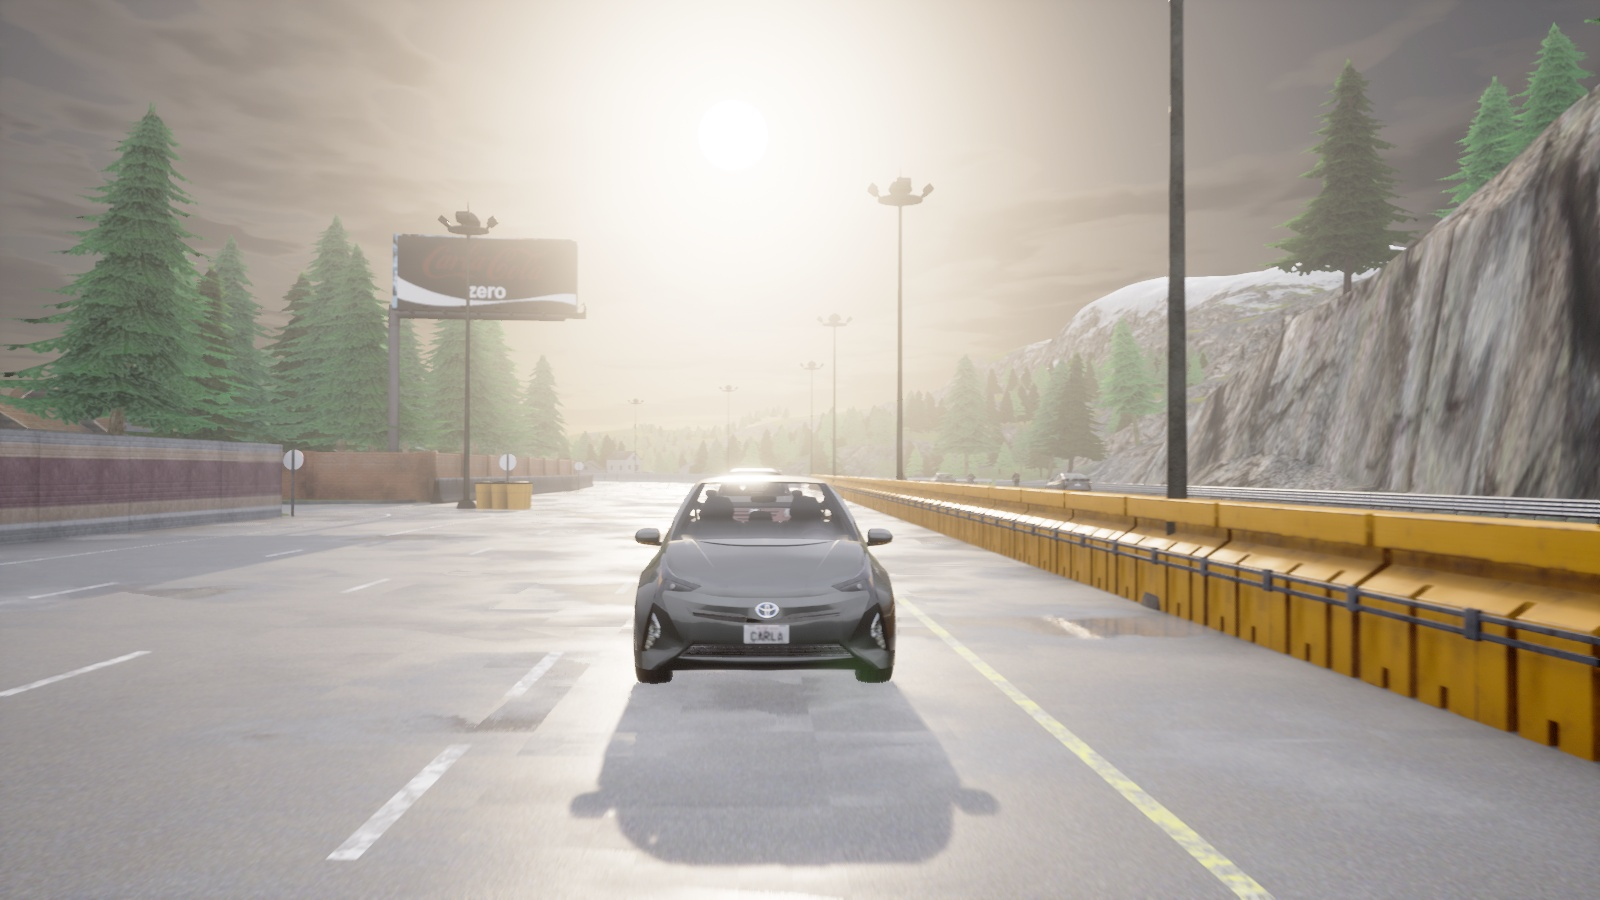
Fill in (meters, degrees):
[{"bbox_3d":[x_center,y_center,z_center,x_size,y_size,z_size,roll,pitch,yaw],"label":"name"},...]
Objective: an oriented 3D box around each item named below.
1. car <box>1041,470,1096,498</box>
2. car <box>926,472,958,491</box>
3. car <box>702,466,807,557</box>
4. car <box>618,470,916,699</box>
[{"bbox_3d":[15.166,1.884,71.105,2.007,1.525,4.514,0,-1,-2],"label":"car"},{"bbox_3d":[10.919,2.400,96.787,1.816,1.474,4.193,0,-1,-2],"label":"car"},{"bbox_3d":[-0.888,1.124,24.308,1.851,1.617,3.988,0,-1,-2],"label":"car"},{"bbox_3d":[-0.316,0.943,10.737,2.007,1.525,4.514,0,-1,-2],"label":"car"}]
